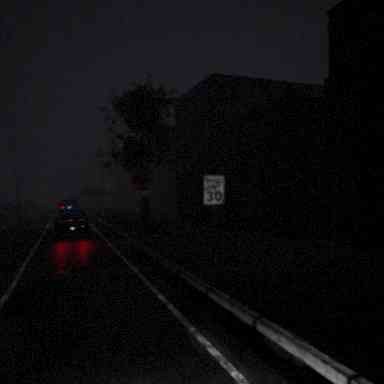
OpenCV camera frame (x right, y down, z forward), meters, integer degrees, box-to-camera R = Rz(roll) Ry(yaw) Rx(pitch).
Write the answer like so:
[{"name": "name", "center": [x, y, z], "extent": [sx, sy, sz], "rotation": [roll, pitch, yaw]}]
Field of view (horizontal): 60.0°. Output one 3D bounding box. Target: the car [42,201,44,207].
[{"name": "car", "center": [-41.068, 3.134, 83.735], "extent": [5.566, 2.045, 2.435], "rotation": [-2, -1, -21]}]

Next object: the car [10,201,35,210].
[{"name": "car", "center": [-36.008, 2.900, 70.663], "extent": [4.553, 1.767, 2.185], "rotation": [-2, -1, -21]}]

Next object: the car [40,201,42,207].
[{"name": "car", "center": [-40.027, 3.313, 81.125], "extent": [5.008, 1.535, 2.097], "rotation": [-2, -1, -21]}]

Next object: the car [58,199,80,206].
[{"name": "car", "center": [-13.887, 1.835, 37.601], "extent": [2.150, 2.045, 5.566], "rotation": [-2, -1, -22]}]

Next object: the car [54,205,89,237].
[{"name": "car", "center": [-7.442, 1.828, 20.629], "extent": [2.128, 1.511, 4.902], "rotation": [-2, 0, -21]}]

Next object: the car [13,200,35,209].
[{"name": "car", "center": [-32.080, 2.518, 60.169], "extent": [5.566, 2.045, 2.435], "rotation": [-2, -1, -21]}]

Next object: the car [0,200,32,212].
[{"name": "car", "center": [-31.044, 2.713, 57.561], "extent": [4.892, 1.521, 2.231], "rotation": [-2, -1, -21]}]

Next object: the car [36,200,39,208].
[{"name": "car", "center": [-35.071, 2.708, 68.027], "extent": [5.566, 2.045, 2.435], "rotation": [-2, -1, -21]}]

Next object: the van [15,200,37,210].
[{"name": "van", "center": [-39.148, 3.018, 78.467], "extent": [4.442, 1.987, 1.878], "rotation": [-2, -1, -21]}]

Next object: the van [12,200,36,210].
[{"name": "van", "center": [-36.931, 2.869, 73.314], "extent": [4.442, 1.987, 1.878], "rotation": [-2, -1, -21]}]
